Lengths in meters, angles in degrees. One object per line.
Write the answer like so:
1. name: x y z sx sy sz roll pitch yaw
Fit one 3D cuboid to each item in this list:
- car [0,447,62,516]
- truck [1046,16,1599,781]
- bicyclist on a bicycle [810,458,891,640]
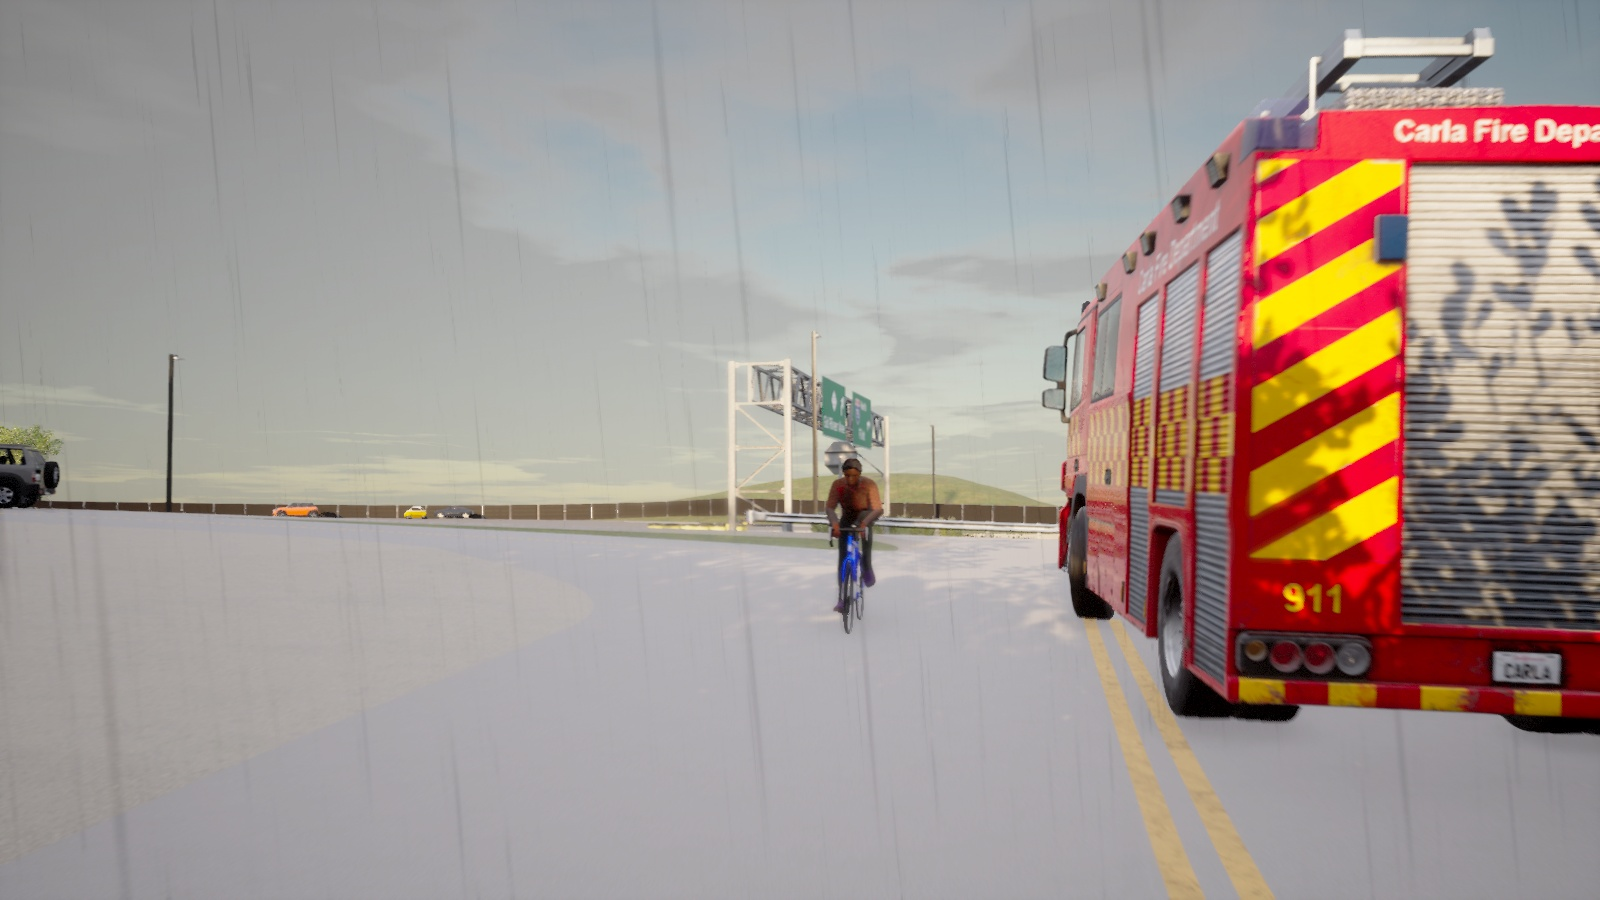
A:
1. car: -23.270 0.835 34.634 4.605 1.855 1.932 2 -3 -16
2. truck: 3.927 -0.218 10.544 2.891 3.827 8.468 1 -1 6
3. bicyclist on a bicycle: 0.516 0.900 12.146 0.582 1.620 1.656 -1 0 9
